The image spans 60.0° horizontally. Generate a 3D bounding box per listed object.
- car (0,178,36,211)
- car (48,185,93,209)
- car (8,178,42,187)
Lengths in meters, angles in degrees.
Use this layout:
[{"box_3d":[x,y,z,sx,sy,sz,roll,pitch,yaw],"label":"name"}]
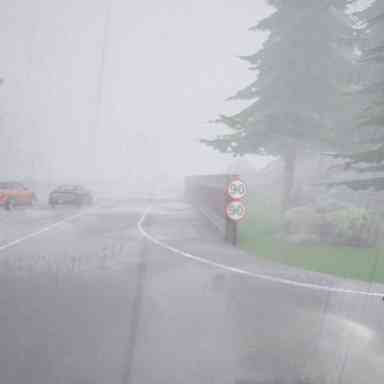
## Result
[{"box_3d":[-11.425,0.094,20.579,2.097,1.767,4.553,1,2,-4],"label":"car"},{"box_3d":[-8.049,0.247,22.449,2.128,1.511,4.902,1,3,-4],"label":"car"},{"box_3d":[-26.360,-1.552,52.803,2.033,1.411,5.357,2,3,8],"label":"car"}]
